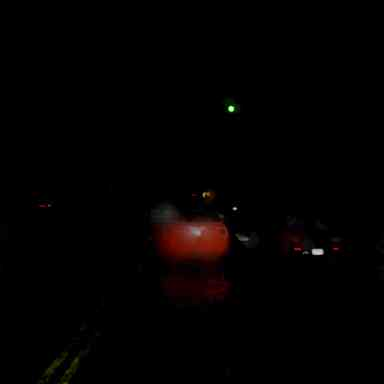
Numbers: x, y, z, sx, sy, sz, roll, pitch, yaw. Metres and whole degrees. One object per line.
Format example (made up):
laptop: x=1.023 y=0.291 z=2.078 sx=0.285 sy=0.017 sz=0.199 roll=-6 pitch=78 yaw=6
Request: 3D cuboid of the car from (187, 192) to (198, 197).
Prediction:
car: x=0.170 y=0.818 z=65.983 sx=2.128 sy=1.511 sz=4.902 roll=0 pitch=1 yaw=0

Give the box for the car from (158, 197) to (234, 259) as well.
car: x=0.130 y=1.238 z=12.166 sx=2.097 sy=1.767 sz=4.553 roll=0 pitch=1 yaw=0

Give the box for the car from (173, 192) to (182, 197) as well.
car: x=-3.175 y=1.026 z=53.749 sx=1.994 sy=1.385 sz=4.181 roll=0 pitch=0 yaw=1

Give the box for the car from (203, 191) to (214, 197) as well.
car: x=3.421 y=0.921 z=66.484 sx=1.895 sy=1.301 sz=4.718 roll=0 pitch=1 yaw=0

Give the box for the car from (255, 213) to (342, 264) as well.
car: x=3.377 y=1.420 z=11.220 sx=1.812 sy=1.442 sz=4.674 roll=0 pitch=0 yaw=0

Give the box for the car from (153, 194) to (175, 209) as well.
car: x=-3.246 y=1.234 z=37.469 sx=1.895 sy=1.301 sz=4.718 roll=0 pitch=1 yaw=0

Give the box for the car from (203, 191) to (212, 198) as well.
car: x=3.447 y=0.512 z=76.393 sx=1.882 sy=1.535 sz=5.008 roll=0 pitch=1 yaw=0

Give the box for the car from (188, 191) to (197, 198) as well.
car: x=0.197 y=0.587 z=76.403 sx=1.994 sy=1.385 sz=4.181 roll=0 pitch=1 yaw=0

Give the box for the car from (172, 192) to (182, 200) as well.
car: x=-3.073 y=0.760 z=68.923 sx=1.882 sy=1.535 sz=5.008 roll=0 pitch=1 yaw=0

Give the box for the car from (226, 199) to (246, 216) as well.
car: x=3.424 y=1.289 z=28.588 sx=1.994 sy=1.385 sz=4.181 roll=0 pitch=1 yaw=0

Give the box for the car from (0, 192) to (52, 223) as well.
car: x=-12.698 y=1.050 z=23.068 sx=5.566 sy=2.045 sz=2.150 roll=0 pitch=0 yaw=-7
